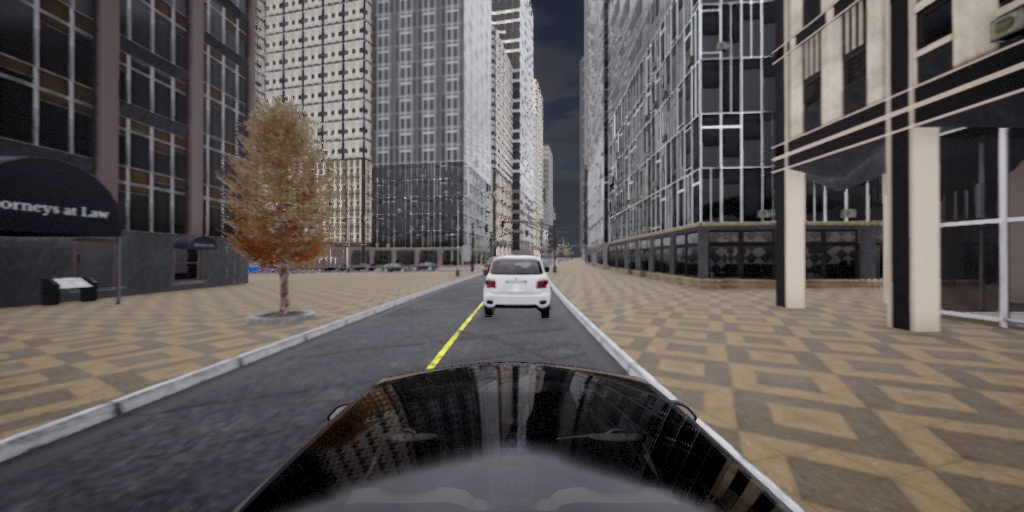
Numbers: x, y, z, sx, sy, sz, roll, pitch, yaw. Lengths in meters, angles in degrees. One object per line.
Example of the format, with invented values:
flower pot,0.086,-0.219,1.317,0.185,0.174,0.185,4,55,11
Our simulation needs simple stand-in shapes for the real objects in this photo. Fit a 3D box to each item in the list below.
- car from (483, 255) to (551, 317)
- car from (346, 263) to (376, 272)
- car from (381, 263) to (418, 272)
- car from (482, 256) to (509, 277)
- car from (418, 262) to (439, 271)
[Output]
car,0.234,0.996,13.410,2.150,2.045,5.566,0,0,2
car,-24.963,1.896,60.360,4.313,1.339,1.948,0,0,13
car,-15.881,1.630,49.669,4.403,1.370,2.007,0,0,13
car,-1.591,1.026,37.318,2.150,2.045,5.566,0,0,5
car,-14.001,1.679,57.836,4.403,1.370,2.007,0,0,13
